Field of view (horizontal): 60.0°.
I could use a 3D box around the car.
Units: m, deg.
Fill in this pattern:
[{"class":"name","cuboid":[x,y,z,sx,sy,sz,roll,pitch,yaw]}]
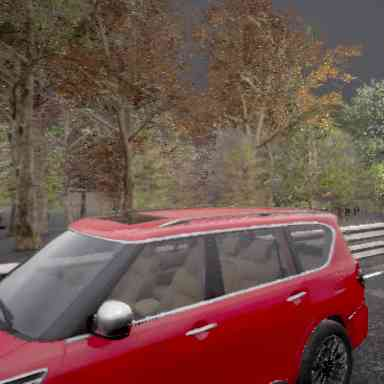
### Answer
[{"class":"car","cuboid":[-0.443,1.221,3.370,5.566,2.045,2.150,0,0,-36]}]
